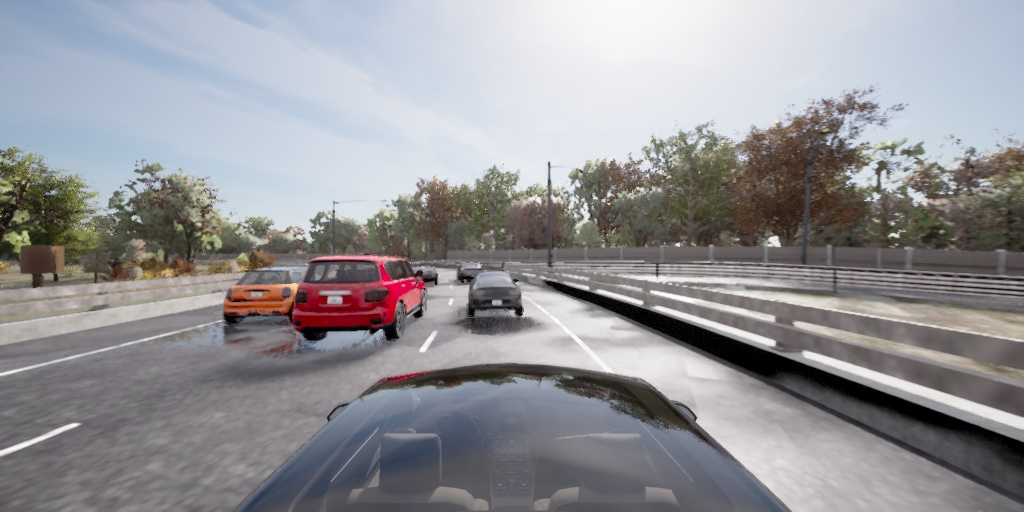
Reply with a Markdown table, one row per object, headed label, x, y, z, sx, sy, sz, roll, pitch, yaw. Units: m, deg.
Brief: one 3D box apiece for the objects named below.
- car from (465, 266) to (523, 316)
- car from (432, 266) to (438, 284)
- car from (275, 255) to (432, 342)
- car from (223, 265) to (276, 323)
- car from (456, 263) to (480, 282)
| label | x | y | z | sx | sy | sz | roll | pitch | yaw |
| --- | --- | --- | --- | --- | --- | --- | --- | --- | --- |
| car | -0.708 | 1.282 | 13.362 | 1.812 | 1.442 | 4.674 | 0 | 0 | -6 |
| car | -6.488 | 1.394 | 26.837 | 1.895 | 1.301 | 4.718 | 0 | 0 | -12 |
| car | -3.870 | 0.998 | 10.128 | 2.150 | 2.045 | 5.566 | 0 | 0 | -4 |
| car | -7.654 | 1.150 | 12.562 | 2.097 | 1.767 | 4.553 | 0 | 0 | -6 |
| car | -3.405 | 1.267 | 28.911 | 2.128 | 1.511 | 4.902 | 0 | 0 | -14 |
